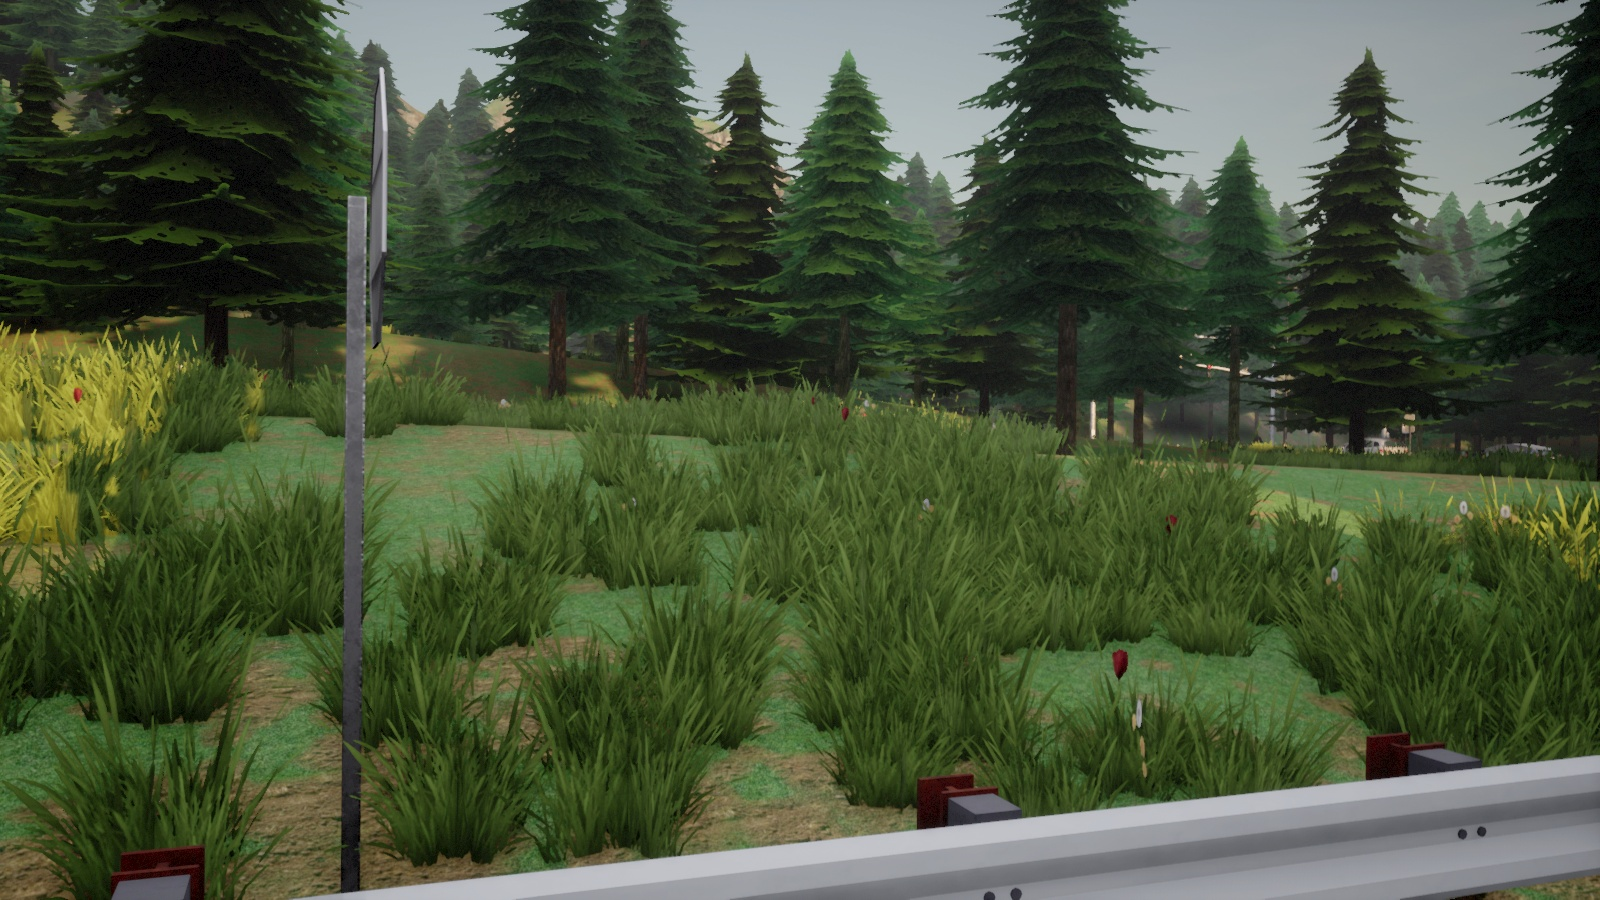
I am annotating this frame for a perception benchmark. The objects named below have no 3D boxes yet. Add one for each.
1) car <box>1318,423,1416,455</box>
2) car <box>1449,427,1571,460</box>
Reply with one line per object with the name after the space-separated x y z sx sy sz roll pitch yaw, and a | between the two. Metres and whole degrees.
30.587 -0.591 67.930 2.242 1.667 4.611 -1 1 -20 | car
33.585 -0.332 59.547 2.163 1.488 4.792 -1 1 -20 | car
